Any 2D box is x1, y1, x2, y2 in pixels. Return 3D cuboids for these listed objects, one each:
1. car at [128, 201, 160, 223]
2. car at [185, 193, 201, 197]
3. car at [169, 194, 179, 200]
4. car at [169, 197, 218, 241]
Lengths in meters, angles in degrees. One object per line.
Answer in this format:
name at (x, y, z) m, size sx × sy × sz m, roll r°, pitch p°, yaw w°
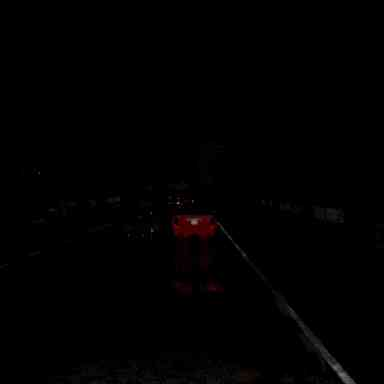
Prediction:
car at (-3.594, 1.439, 25.342) m, size 1.882 × 1.535 × 5.008 m, roll 0°, pitch 0°, yaw 0°
car at (0.107, 1.114, 39.528) m, size 2.150 × 2.045 × 5.566 m, roll 0°, pitch 0°, yaw 0°
car at (-3.494, 1.112, 66.221) m, size 2.097 × 1.767 × 4.553 m, roll 0°, pitch 0°, yaw 0°
car at (0.104, 1.343, 16.721) m, size 2.097 × 1.767 × 4.553 m, roll 0°, pitch 0°, yaw 0°
